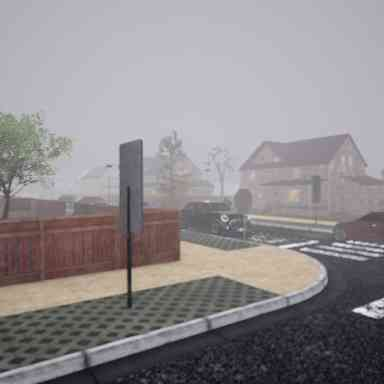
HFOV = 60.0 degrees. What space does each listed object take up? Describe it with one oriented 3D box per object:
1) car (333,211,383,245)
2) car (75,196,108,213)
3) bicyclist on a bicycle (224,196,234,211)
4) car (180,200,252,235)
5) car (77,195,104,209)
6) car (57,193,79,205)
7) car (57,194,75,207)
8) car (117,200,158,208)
[{"bbox_3d":[7.818,1.486,13.429,1.812,1.442,4.674,1,0,-16],"label":"car"},{"bbox_3d":[-10.002,1.198,34.074,2.097,1.767,4.553,0,0,-36],"label":"car"},{"bbox_3d":[2.770,1.177,26.270,1.656,1.620,0.582,-1,1,-36],"label":"bicyclist on a bicycle"},{"bbox_3d":[1.173,1.284,18.429,2.097,1.767,4.553,0,0,-35],"label":"car"},{"bbox_3d":[-13.453,1.270,43.860,1.882,1.535,5.008,0,0,-35],"label":"car"},{"bbox_3d":[-19.555,1.109,52.317,2.097,1.767,4.553,0,0,-36],"label":"car"},{"bbox_3d":[-15.918,1.311,42.417,1.837,1.490,4.892,0,0,-35],"label":"car"},{"bbox_3d":[-4.245,1.366,26.013,1.882,1.535,5.008,0,0,-35],"label":"car"}]
